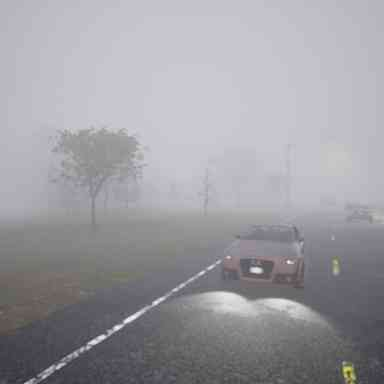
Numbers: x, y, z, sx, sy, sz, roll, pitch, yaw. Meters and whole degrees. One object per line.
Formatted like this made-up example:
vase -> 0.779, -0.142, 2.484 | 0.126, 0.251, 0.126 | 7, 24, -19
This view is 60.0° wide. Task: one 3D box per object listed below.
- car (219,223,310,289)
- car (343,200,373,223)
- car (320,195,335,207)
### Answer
car -> 2.224, 1.602, 9.381 | 1.994, 1.385, 4.181 | 0, 0, 23
car -> 13.577, 1.671, 27.104 | 2.033, 1.411, 5.357 | 0, 0, 24
car -> 22.952, 1.450, 56.183 | 2.150, 2.045, 5.566 | 0, 0, 26
